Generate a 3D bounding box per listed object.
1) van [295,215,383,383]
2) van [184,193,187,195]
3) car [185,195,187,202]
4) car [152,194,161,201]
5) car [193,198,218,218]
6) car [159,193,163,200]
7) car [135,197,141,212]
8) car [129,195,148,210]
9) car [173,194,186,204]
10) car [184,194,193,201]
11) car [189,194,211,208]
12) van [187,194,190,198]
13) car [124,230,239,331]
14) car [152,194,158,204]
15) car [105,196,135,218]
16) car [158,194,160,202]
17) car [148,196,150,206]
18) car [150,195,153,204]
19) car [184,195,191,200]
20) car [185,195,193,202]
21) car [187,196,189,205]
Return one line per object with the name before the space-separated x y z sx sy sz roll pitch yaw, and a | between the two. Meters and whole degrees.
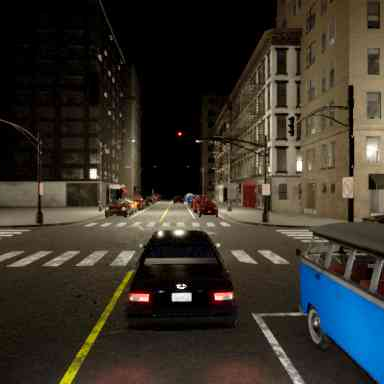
van | 2.536 1.341 3.702 1.690 1.788 3.998 0 0 -2
van | -0.475 1.332 73.793 1.690 1.788 3.998 0 0 -2
car | 0.221 1.562 57.580 1.947 1.339 4.313 0 0 -2
car | -8.958 1.427 84.258 1.967 1.590 4.097 0 0 -2
car | 1.382 1.545 30.557 1.887 1.381 4.507 0 0 -2
car | -8.725 1.304 78.853 2.192 1.841 5.009 0 0 -2
car | -6.861 1.526 35.447 1.752 1.417 4.829 0 0 -2
car | -7.100 1.315 41.022 2.192 1.841 5.009 0 0 -2
car | -2.488 1.521 61.353 1.812 1.442 4.674 0 0 -3
car | -0.940 1.427 84.602 1.967 1.590 4.097 0 0 -2
car | 1.150 1.315 35.961 2.192 1.841 5.009 0 0 -2
van | 0.453 1.339 52.176 1.690 1.788 3.998 0 0 -2
car | -0.257 1.547 7.258 2.033 1.411 5.357 0 0 -2
car | -8.029 1.545 62.640 2.008 1.369 4.403 0 0 -2
car | -6.636 1.440 30.213 1.967 1.590 4.097 0 0 -2
car | -8.261 1.558 68.044 1.947 1.339 4.313 0 0 -2
car | -7.325 1.525 46.256 1.752 1.417 4.829 0 0 -2
car | -7.565 1.564 51.831 1.947 1.339 4.313 0 0 -2
car | -1.172 1.530 90.006 1.887 1.381 4.507 0 0 -2
car | -0.715 1.514 79.368 1.752 1.417 4.829 0 0 -2
car | 0.685 1.544 46.771 1.887 1.381 4.507 0 0 -2
